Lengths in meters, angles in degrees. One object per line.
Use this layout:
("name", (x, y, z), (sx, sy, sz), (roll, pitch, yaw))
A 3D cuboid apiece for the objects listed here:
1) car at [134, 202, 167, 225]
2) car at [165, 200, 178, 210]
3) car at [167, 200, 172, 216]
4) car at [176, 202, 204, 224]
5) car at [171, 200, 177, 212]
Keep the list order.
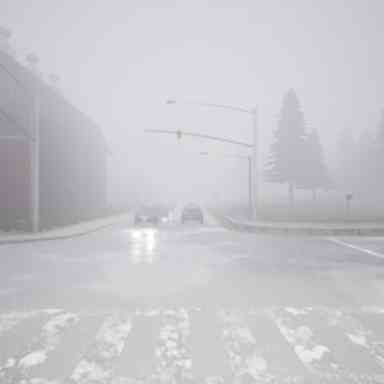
("car", (-3.589, 1.842, 27.552), (2.128, 1.511, 4.902), (0, -1, 0))
("car", (-3.526, 2.210, 57.774), (1.882, 1.535, 5.008), (0, -1, 0))
("car", (-3.582, 1.975, 37.022), (1.837, 1.490, 4.892), (0, -1, 0))
("car", (0.012, 1.853, 28.369), (2.128, 1.511, 4.902), (0, -1, 0))
("car", (-3.573, 2.126, 47.286), (1.812, 1.442, 4.674), (0, -1, 0))
